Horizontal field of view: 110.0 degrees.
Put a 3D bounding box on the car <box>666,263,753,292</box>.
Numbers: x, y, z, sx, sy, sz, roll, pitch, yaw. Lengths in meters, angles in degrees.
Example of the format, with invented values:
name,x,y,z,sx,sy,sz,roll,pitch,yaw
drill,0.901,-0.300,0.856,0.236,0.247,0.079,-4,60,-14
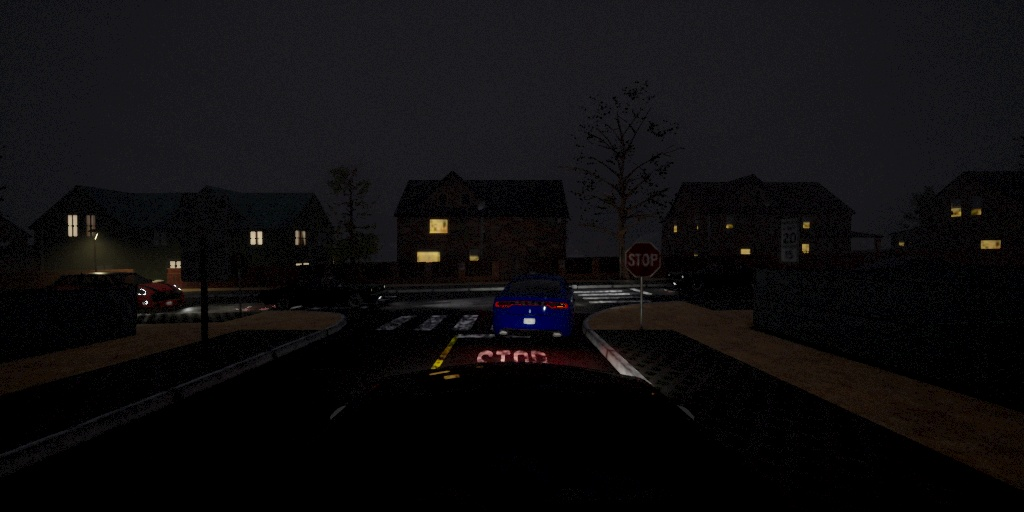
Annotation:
name,x,y,z,sx,sy,sz,roll,pitch,yaw
car,10.407,1.034,18.152,4.718,1.301,1.895,-1,1,-1

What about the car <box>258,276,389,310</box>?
name,x,y,z,sx,sy,sz,roll,pitch,yaw
car,-7.814,1.506,15.222,4.718,1.301,1.895,-1,1,0

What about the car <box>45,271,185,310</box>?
name,x,y,z,sx,sy,sz,roll,pitch,yaw
car,-16.802,1.471,15.213,4.553,1.767,2.097,-1,1,0

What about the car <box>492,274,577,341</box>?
name,x,y,z,sx,sy,sz,roll,pitch,yaw
car,0.784,1.226,10.015,1.882,1.535,5.008,0,0,10

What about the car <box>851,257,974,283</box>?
name,x,y,z,sx,sy,sz,roll,pitch,yaw
car,20.053,0.753,18.190,5.357,1.411,2.033,-1,1,0
